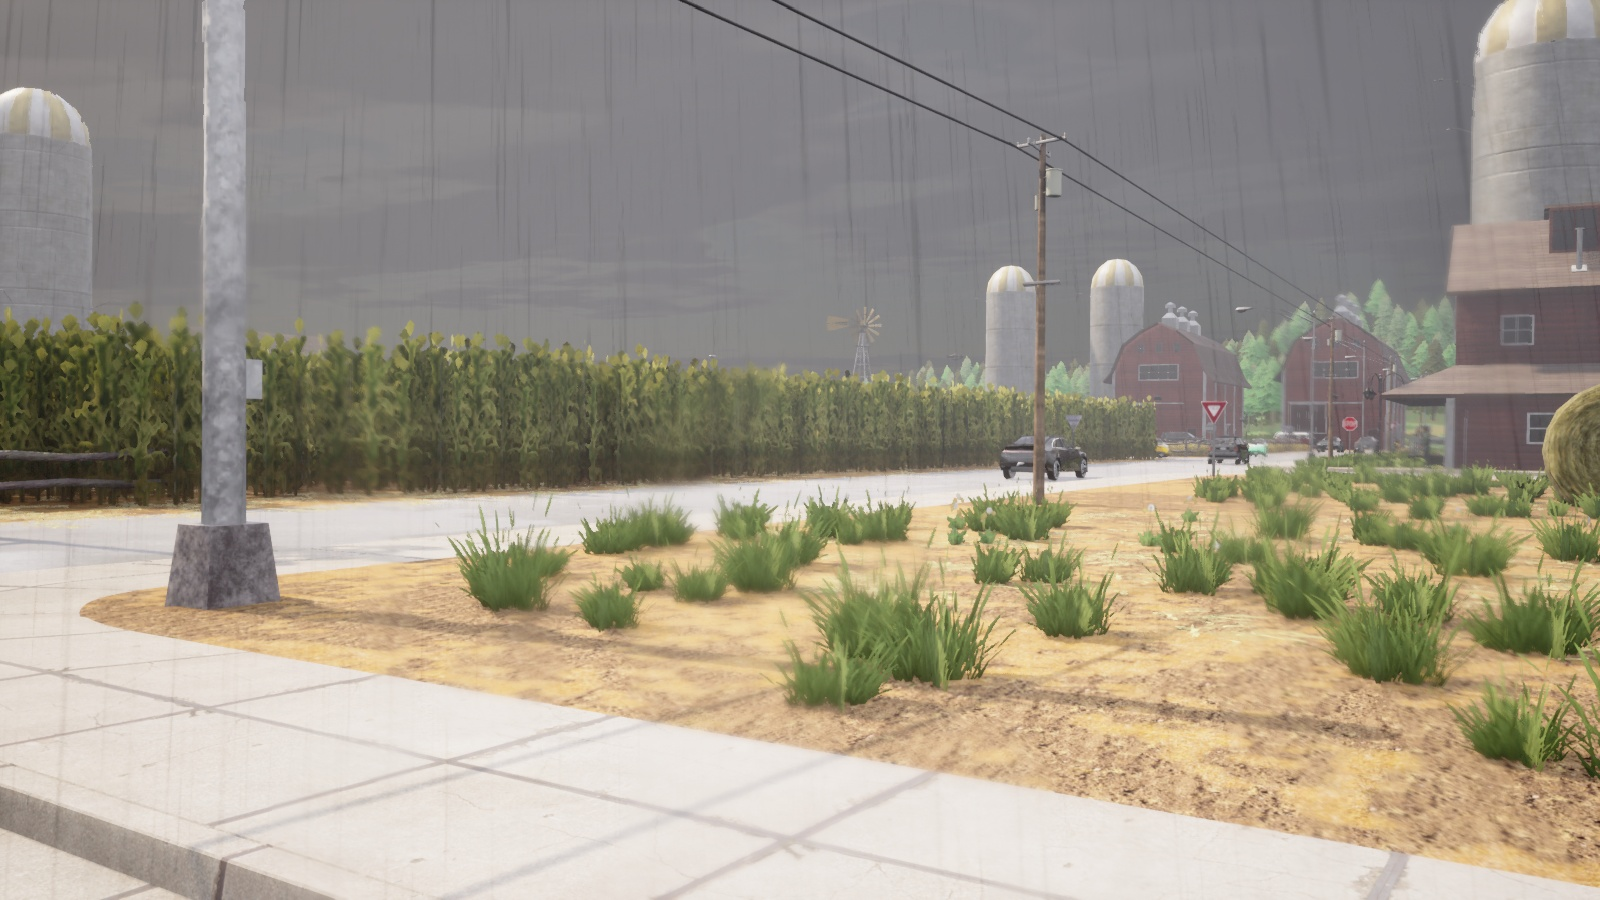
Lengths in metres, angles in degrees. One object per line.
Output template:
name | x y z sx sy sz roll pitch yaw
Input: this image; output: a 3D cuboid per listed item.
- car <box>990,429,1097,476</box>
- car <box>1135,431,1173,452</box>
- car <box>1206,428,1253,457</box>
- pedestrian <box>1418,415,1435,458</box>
car | 8.503 0.052 43.501 2.128 1.511 4.902 0 1 31
car | 24.271 -0.574 86.094 2.207 1.376 1.481 0 1 28
car | 23.675 -0.415 69.211 1.789 1.549 3.705 0 1 30
pedestrian | 26.650 -0.569 53.424 0.614 1.847 0.353 0 1 27
